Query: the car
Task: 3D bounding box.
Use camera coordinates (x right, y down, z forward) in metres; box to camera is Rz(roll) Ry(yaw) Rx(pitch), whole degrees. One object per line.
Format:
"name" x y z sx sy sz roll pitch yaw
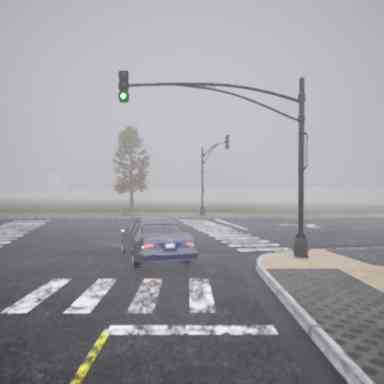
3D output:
"car" -1.368 1.629 11.627 2.033 1.411 5.357 1 -2 -17
